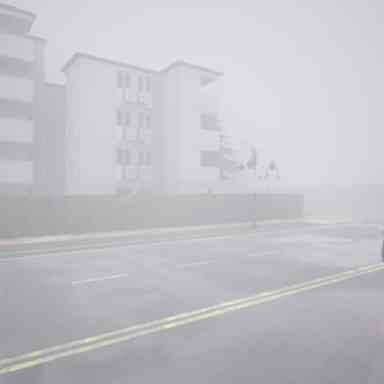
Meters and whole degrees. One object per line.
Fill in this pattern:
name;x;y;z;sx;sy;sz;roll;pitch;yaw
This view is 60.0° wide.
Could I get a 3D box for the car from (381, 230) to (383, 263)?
car;7.371;1.228;9.066;5.566;2.045;2.150;0;0;-35
